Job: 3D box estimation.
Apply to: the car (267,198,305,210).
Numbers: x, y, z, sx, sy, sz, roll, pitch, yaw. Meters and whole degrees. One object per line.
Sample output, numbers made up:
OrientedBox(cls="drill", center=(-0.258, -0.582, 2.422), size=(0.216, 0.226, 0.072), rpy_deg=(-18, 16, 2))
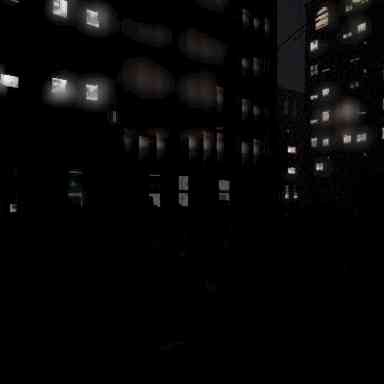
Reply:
OrientedBox(cls="car", center=(12.363, 1.497, 43.989), size=(1.752, 1.417, 4.829), rpy_deg=(0, 0, -36))

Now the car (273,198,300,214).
OrientedBox(cls="car", center=(9.052, 1.465, 34.227), size=(1.752, 1.417, 4.829), rpy_deg=(0, 0, -36))

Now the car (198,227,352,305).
OrientedBox(cls="car", center=(2.170, 1.565, 8.103), size=(4.313, 1.339, 1.947), rpy_deg=(0, 0, -36))

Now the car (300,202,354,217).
OrientedBox(cls="car", center=(12.251, 1.532, 29.762), size=(1.802, 1.307, 4.206), rpy_deg=(0, 0, -36))
